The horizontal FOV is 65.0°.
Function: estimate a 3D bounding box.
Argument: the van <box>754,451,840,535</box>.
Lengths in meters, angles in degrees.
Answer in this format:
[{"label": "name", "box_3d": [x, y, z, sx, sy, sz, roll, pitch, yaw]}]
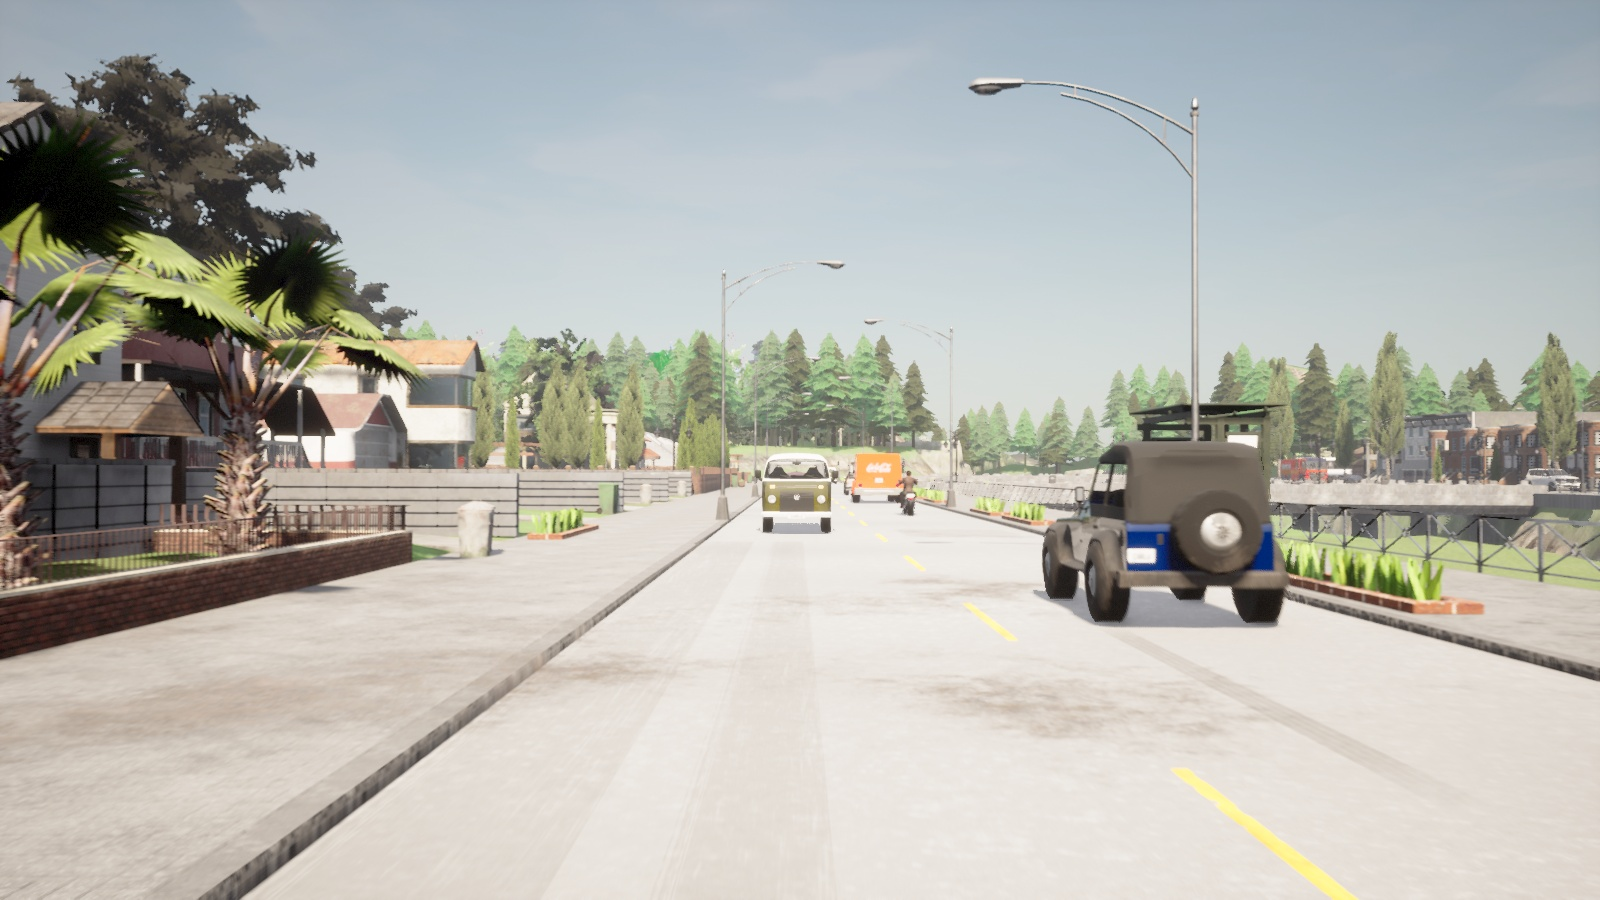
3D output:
[{"label": "van", "box_3d": [-0.078, 1.087, 32.744, 2.069, 2.038, 4.480, 0, -1, 0]}]

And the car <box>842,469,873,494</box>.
[{"label": "car", "box_3d": [3.803, 2.095, 83.473, 1.851, 1.617, 3.988, 0, -1, 0]}]

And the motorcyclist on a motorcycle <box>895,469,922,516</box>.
[{"label": "motorcyclist on a motorcycle", "box_3d": [3.894, 1.508, 45.306, 0.766, 1.649, 2.350, 0, -1, 0]}]

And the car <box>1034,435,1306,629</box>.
[{"label": "car", "box_3d": [3.966, 0.832, 14.174, 1.905, 1.878, 3.866, 0, -1, 0]}]

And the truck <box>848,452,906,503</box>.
[{"label": "truck", "box_3d": [3.848, 1.381, 63.819, 2.627, 2.467, 5.204, 0, -1, 0]}]
